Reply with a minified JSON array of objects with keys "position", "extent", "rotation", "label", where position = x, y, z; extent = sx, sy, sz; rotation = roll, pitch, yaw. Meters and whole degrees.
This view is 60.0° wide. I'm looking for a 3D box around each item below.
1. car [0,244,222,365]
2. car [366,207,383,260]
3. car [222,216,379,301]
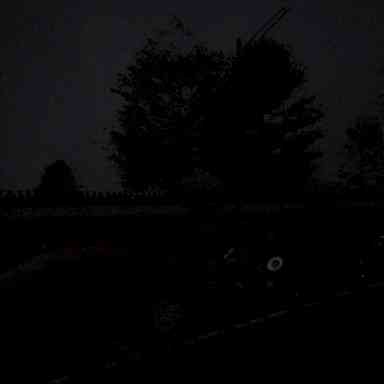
[{"position":[-1.921,1.559,5.189],"extent":[4.507,1.381,1.887],"rotation":[1,0,-35],"label":"car"},{"position":[7.246,1.452,11.729],"extent":[5.009,1.841,2.192],"rotation":[1,-1,-35],"label":"car"},{"position":[2.662,1.515,8.457],"extent":[4.097,1.590,1.967],"rotation":[1,0,-35],"label":"car"}]
